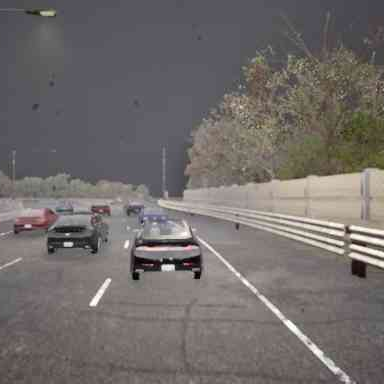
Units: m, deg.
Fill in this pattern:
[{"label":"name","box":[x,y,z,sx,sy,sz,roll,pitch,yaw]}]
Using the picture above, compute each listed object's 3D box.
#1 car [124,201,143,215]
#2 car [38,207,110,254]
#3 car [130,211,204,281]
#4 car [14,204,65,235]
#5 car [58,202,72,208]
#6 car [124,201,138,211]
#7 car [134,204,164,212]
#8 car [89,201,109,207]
[{"label":"car","box":[-6.350,1.741,36.985,1.882,1.535,5.008,0,0,-14]},{"label":"car","box":[-4.678,1.608,14.109,1.837,1.490,4.892,0,0,-8]},{"label":"car","box":[-0.809,1.563,10.116,2.128,1.511,4.902,0,0,-6]},{"label":"car","box":[-9.194,1.674,20.003,1.812,1.442,4.674,0,0,-11]},{"label":"car","box":[-15.407,1.858,39.993,1.994,1.385,4.181,0,0,-23]},{"label":"car","box":[-8.756,1.941,47.582,1.895,1.301,4.718,0,0,-11]},{"label":"car","box":[-2.851,1.769,23.657,1.895,1.301,4.718,0,0,-12]},{"label":"car","box":[-9.917,1.735,35.515,1.882,1.535,5.008,0,0,-19]}]
